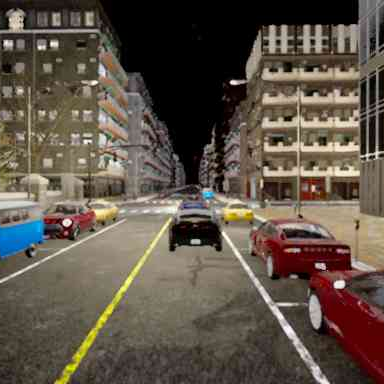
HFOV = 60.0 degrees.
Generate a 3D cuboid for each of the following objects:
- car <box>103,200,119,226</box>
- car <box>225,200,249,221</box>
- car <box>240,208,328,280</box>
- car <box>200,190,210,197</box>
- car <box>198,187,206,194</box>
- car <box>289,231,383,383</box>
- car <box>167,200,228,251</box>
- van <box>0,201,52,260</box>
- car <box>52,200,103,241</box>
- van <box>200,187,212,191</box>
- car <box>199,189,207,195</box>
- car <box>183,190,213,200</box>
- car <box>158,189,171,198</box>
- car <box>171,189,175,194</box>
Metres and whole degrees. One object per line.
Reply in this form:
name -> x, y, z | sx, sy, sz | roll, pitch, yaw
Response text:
car -> -5.667, 1.169, 20.321 | 1.752, 1.417, 4.829 | 1, 1, 0
car -> 2.714, 1.163, 20.638 | 1.752, 1.417, 4.829 | 1, 1, 0
car -> 2.706, 1.382, 9.236 | 1.887, 1.381, 4.507 | 1, 1, 0
car -> 2.746, 0.305, 69.796 | 1.947, 1.339, 4.313 | 1, 1, 0
car -> 2.765, -0.379, 92.471 | 2.192, 1.841, 5.009 | 1, 1, 0
car -> 2.702, 1.479, 3.621 | 1.887, 1.381, 4.507 | 1, 1, 0
car -> 0.112, 1.278, 12.858 | 1.837, 1.490, 4.892 | 0, 1, 0
van -> -5.672, 1.178, 9.261 | 1.690, 1.788, 3.998 | 1, 1, 0
car -> -5.669, 1.179, 14.876 | 1.967, 1.590, 4.097 | 1, 1, 0
van -> 2.742, 0.291, 58.451 | 1.690, 1.788, 3.998 | 1, 1, 0
car -> 2.758, -0.034, 86.804 | 2.008, 1.369, 4.403 | 1, 1, 0
car -> 0.136, 0.945, 23.113 | 2.097, 1.767, 4.553 | 0, 1, 1
car -> -5.638, 0.426, 64.188 | 1.802, 1.307, 4.206 | 1, 1, 0
car -> -5.619, -0.113, 92.538 | 1.802, 1.307, 4.206 | 1, 1, 0
